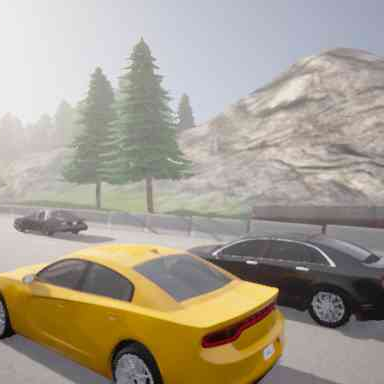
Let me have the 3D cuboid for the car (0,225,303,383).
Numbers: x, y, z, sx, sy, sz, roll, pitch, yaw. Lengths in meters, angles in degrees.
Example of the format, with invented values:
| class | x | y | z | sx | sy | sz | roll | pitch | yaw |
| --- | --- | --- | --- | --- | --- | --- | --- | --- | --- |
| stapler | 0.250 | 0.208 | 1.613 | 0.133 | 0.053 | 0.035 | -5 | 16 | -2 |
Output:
| class | x | y | z | sx | sy | sz | roll | pitch | yaw |
| --- | --- | --- | --- | --- | --- | --- | --- | --- | --- |
| car | -1.186 | 1.533 | 4.985 | 5.008 | 1.535 | 1.882 | 0 | -1 | 36 |

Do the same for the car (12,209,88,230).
| class | x | y | z | sx | sy | sz | roll | pitch | yaw |
| --- | --- | --- | --- | --- | --- | --- | --- | --- | --- |
| car | -8.169 | 1.680 | 19.029 | 5.357 | 1.411 | 2.033 | 0 | 0 | 37 |

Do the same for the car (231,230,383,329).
| class | x | y | z | sx | sy | sz | roll | pitch | yaw |
| --- | --- | --- | --- | --- | --- | --- | --- | --- | --- |
| car | 1.723 | 1.600 | 7.196 | 4.892 | 1.490 | 1.837 | 0 | 0 | 36 |
